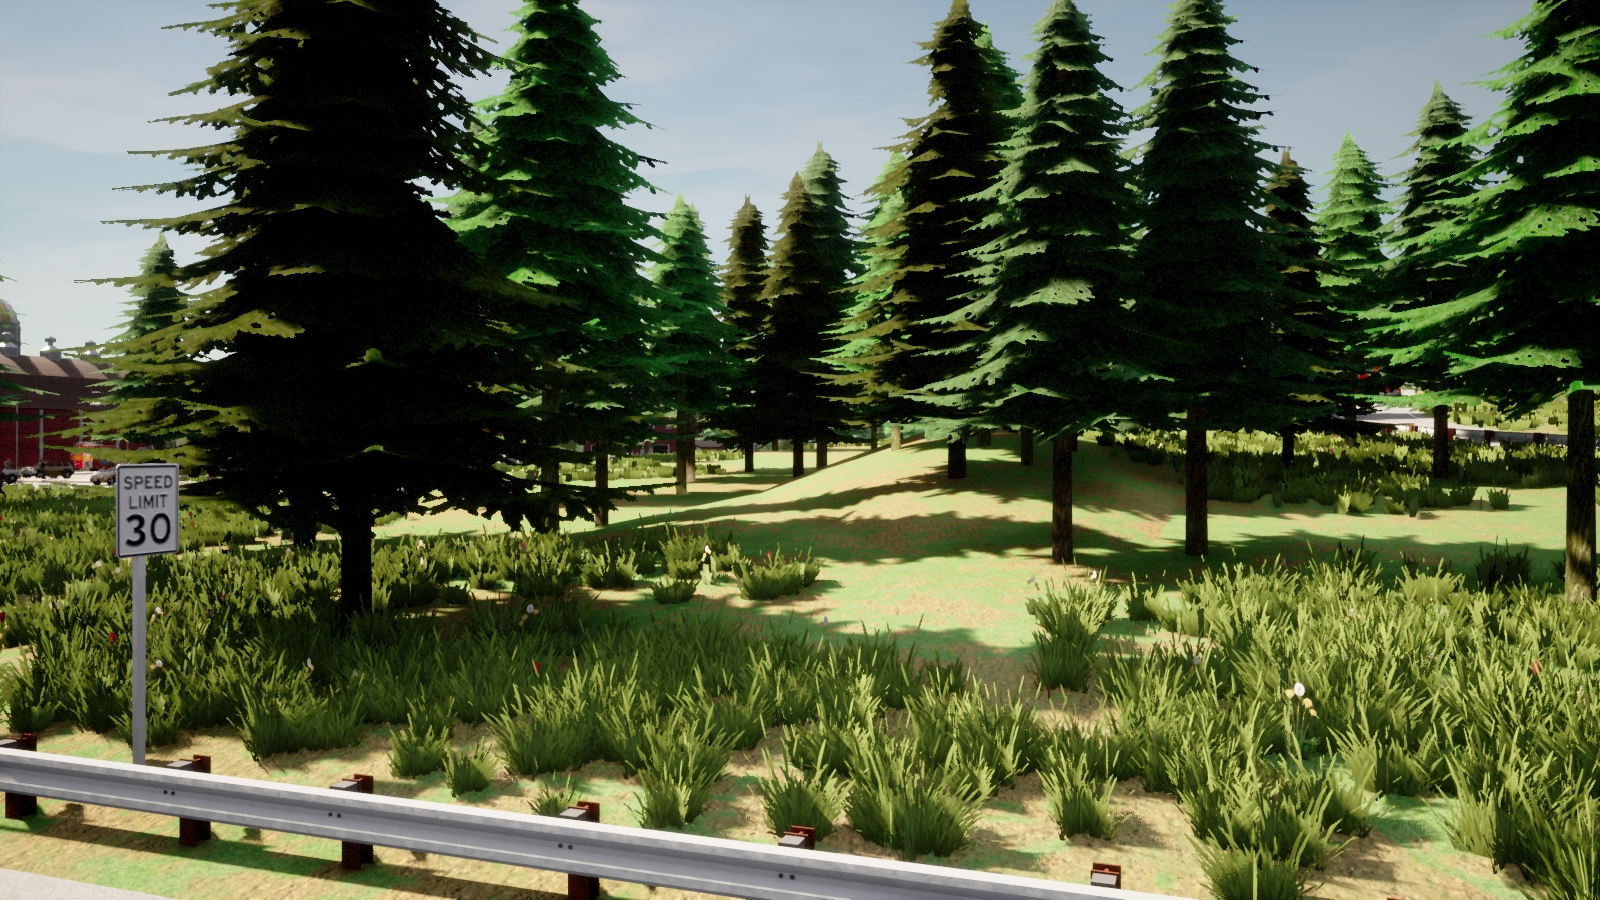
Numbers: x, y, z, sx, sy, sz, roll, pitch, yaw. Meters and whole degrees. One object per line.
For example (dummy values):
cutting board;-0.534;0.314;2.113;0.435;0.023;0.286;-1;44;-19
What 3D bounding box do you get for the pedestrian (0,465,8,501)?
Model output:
pedestrian;-41.717;1.700;59.688;0.375;1.860;0.375;0;0;10
